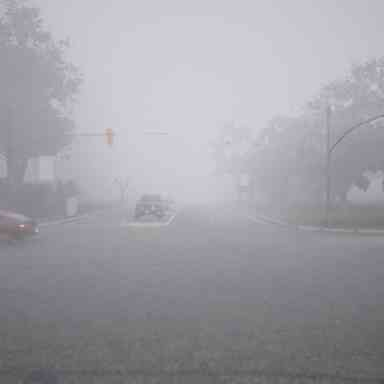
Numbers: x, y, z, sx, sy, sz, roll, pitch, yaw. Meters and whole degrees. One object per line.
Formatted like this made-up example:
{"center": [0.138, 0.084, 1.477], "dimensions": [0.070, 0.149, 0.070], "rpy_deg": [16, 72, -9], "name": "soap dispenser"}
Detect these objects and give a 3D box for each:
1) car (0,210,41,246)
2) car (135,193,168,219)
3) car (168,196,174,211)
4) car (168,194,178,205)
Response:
{"center": [-9.175, 1.538, 14.639], "dimensions": [4.674, 1.442, 1.812], "rpy_deg": [0, 0, -3], "name": "car"}
{"center": [-3.621, 1.246, 29.429], "dimensions": [2.150, 2.045, 5.566], "rpy_deg": [0, 0, 0], "name": "car"}
{"center": [-3.630, 1.567, 40.882], "dimensions": [2.033, 1.411, 5.357], "rpy_deg": [0, 0, 0], "name": "car"}
{"center": [-3.865, 1.530, 55.772], "dimensions": [1.994, 1.385, 4.181], "rpy_deg": [0, 0, -2], "name": "car"}
